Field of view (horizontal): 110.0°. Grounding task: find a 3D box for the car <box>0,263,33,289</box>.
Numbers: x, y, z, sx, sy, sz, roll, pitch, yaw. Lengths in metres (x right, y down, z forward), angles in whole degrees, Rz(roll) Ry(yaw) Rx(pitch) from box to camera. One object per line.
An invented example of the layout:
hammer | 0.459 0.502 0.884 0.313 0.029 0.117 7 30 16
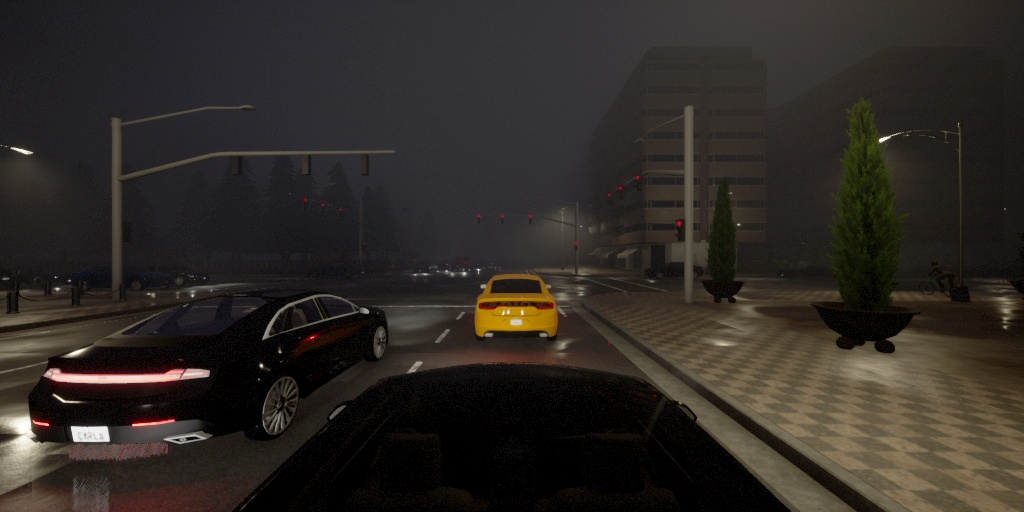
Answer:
car | -33.367 1.027 21.697 5.566 2.045 2.150 0 0 0

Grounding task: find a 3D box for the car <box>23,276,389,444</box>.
car | -3.423 1.242 5.354 2.128 1.511 4.902 0 0 1

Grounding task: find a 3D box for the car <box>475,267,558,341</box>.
car | 0.107 1.228 9.936 1.882 1.535 5.008 0 0 0

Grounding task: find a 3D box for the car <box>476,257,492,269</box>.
car | -5.320 1.255 58.531 1.837 1.490 4.892 0 0 15

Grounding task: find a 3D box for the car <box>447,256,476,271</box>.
car | -6.710 0.971 48.419 2.150 2.045 5.566 0 0 4

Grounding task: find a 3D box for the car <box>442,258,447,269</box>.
car | -9.751 1.102 52.906 2.097 1.767 4.553 0 0 7

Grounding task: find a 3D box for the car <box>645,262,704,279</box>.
car | 14.649 1.283 32.520 5.008 1.535 1.882 0 0 0

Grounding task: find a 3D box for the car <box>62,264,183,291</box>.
car | -23.432 1.283 21.721 5.008 1.535 1.882 0 0 0

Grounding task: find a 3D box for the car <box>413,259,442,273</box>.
car | -10.401 1.297 43.585 2.033 1.411 5.357 0 0 2

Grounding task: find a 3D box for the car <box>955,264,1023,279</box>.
car | 43.538 1.406 32.548 4.718 1.301 1.895 0 0 0

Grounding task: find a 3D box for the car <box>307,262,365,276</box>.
car | -15.935 1.294 32.442 4.902 1.511 2.128 0 0 0

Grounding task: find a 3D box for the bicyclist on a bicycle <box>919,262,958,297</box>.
bicyclist on a bicycle | 20.288 1.106 17.051 0.582 1.620 1.656 0 0 0

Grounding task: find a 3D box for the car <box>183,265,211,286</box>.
car | -24.015 1.310 25.231 4.892 1.490 1.837 0 0 1

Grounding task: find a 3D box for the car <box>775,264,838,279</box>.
car | 26.736 1.406 32.549 4.718 1.301 1.895 0 0 0

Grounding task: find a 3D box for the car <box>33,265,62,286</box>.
car | -33.757 1.353 25.194 5.357 1.411 2.033 0 0 0
